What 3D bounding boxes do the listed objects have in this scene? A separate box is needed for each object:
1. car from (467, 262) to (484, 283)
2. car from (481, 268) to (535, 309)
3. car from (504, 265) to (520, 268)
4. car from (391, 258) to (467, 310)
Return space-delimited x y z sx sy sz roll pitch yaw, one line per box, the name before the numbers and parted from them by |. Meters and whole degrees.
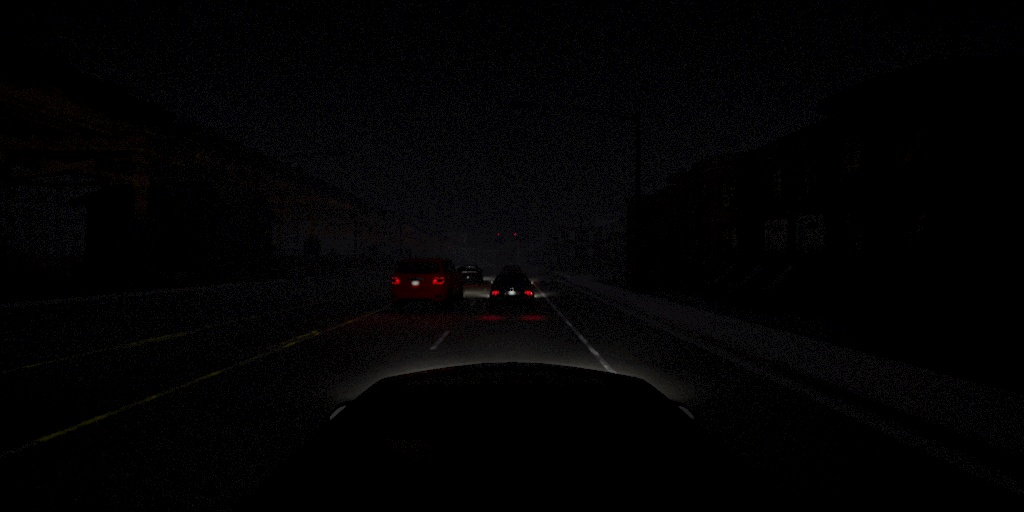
car | -3.505 1.517 30.976 2.128 1.511 4.902 0 0 0
car | -0.003 1.428 15.675 2.033 1.411 5.357 0 -1 0
car | 0.013 1.504 31.157 1.882 1.535 5.008 0 0 1
car | -3.503 1.097 15.691 2.150 2.045 5.566 0 0 0
